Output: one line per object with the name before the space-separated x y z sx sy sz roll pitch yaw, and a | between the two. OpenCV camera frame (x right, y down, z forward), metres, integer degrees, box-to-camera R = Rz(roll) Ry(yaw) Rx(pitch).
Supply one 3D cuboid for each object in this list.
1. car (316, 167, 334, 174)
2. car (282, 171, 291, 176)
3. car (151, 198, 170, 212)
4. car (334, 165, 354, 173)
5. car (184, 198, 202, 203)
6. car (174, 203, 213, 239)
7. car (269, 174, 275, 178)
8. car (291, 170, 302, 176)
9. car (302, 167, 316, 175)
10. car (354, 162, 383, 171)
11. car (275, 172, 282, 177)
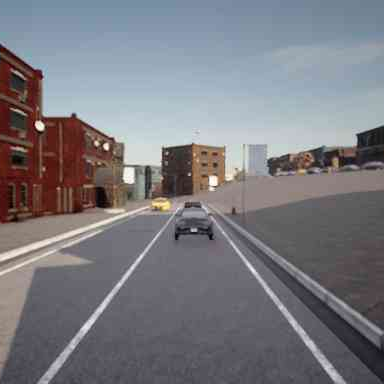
car | 23.511 -3.538 56.059 2.163 1.488 4.792 0 1 -6
car | 22.064 -3.836 72.792 2.002 1.452 4.674 0 1 -3
car | -3.606 1.464 38.423 1.882 1.535 5.008 0 0 0
car | 24.216 -3.426 50.586 2.002 1.452 4.674 0 1 -7
car | 0.084 1.465 37.627 1.882 1.535 5.008 0 0 0
car | 0.079 1.520 17.119 1.812 1.442 4.674 0 0 0
car | 21.697 -4.051 83.851 2.231 1.521 4.892 0 1 -1
car | 22.418 -3.774 67.255 2.097 1.535 5.008 0 1 -4
car | 22.889 -3.798 61.750 2.185 1.767 4.553 0 1 -5
car | 25.023 -3.365 45.225 2.231 1.521 4.892 0 1 -9
car | 21.828 -3.972 78.334 2.231 1.521 4.892 0 1 -1
